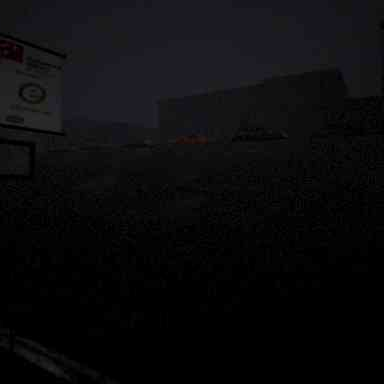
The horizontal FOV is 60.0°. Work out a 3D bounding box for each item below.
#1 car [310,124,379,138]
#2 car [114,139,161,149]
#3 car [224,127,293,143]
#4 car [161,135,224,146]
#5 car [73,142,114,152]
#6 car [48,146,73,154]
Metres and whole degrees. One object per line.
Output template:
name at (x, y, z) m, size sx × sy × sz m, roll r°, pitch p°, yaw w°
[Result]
car at (10.062, -3.577, 21.305) m, size 4.792 × 1.488 × 2.163 m, roll 2°, pitch 1°, yaw 29°
car at (-4.388, -3.979, 29.861) m, size 4.674 × 1.452 × 2.002 m, roll 2°, pitch 1°, yaw 33°
car at (5.073, -3.873, 24.109) m, size 4.553 × 1.767 × 2.185 m, roll 2°, pitch 1°, yaw 31°
car at (0.321, -3.883, 26.929) m, size 5.008 × 1.535 × 2.097 m, roll 2°, pitch 1°, yaw 32°
car at (-9.032, -4.151, 32.893) m, size 4.892 × 1.521 × 2.231 m, roll 1°, pitch 1°, yaw 34°
car at (-13.595, -4.264, 35.996) m, size 4.892 × 1.521 × 2.231 m, roll 1°, pitch 1°, yaw 34°
